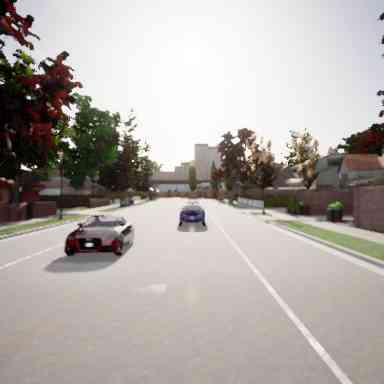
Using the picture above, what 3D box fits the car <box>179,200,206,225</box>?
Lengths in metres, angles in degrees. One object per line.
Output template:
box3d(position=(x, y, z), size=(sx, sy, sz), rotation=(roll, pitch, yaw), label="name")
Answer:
box3d(position=(0.036, 1.579, 24.881), size=(1.882, 1.535, 5.008), rotation=(0, 0, 1), label="car")

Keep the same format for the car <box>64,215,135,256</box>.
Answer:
box3d(position=(-3.511, 1.619, 13.321), size=(1.994, 1.385, 4.181), rotation=(0, 0, 0), label="car")

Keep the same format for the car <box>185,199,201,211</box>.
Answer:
box3d(position=(0.096, 1.697, 43.892), size=(1.994, 1.385, 4.181), rotation=(0, 0, 0), label="car")
